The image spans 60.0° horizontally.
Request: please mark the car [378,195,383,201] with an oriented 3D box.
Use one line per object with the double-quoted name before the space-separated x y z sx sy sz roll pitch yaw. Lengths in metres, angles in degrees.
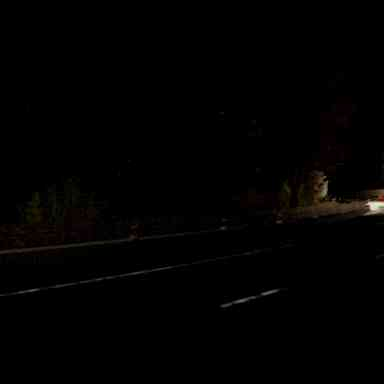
"car" 46.646 1.438 79.907 2.097 1.767 4.553 0 0 5
